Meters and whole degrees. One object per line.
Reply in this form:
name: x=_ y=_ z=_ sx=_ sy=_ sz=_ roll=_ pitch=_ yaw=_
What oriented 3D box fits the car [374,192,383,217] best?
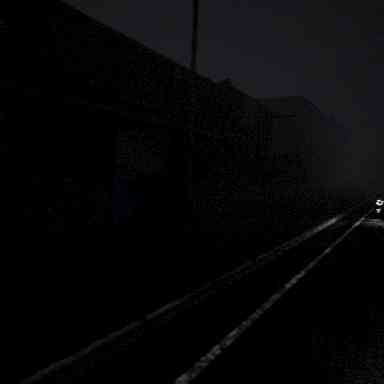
car: x=12.018 y=0.555 z=19.467 sx=2.097 sy=1.767 sz=4.553 roll=4 pitch=4 yaw=33
